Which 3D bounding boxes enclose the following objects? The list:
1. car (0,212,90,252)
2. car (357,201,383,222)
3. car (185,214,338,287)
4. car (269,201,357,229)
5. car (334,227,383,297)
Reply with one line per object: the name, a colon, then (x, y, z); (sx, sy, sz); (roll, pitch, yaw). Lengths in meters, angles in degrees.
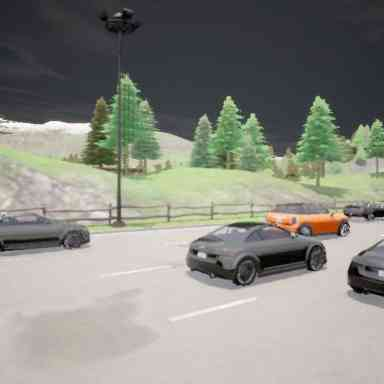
car: (-5.995, 1.460, 12.368); (4.181, 1.385, 1.994); (0, 0, -35)
car: (13.897, 1.457, 26.237); (4.902, 1.511, 2.128); (0, 0, -35)
car: (1.886, 1.529, 9.329); (4.181, 1.385, 1.994); (0, 0, -35)
car: (5.670, 1.309, 16.233); (4.553, 1.767, 2.097); (0, 0, -35)
car: (5.388, 1.561, 7.505); (4.181, 1.385, 1.994); (0, 0, -35)
